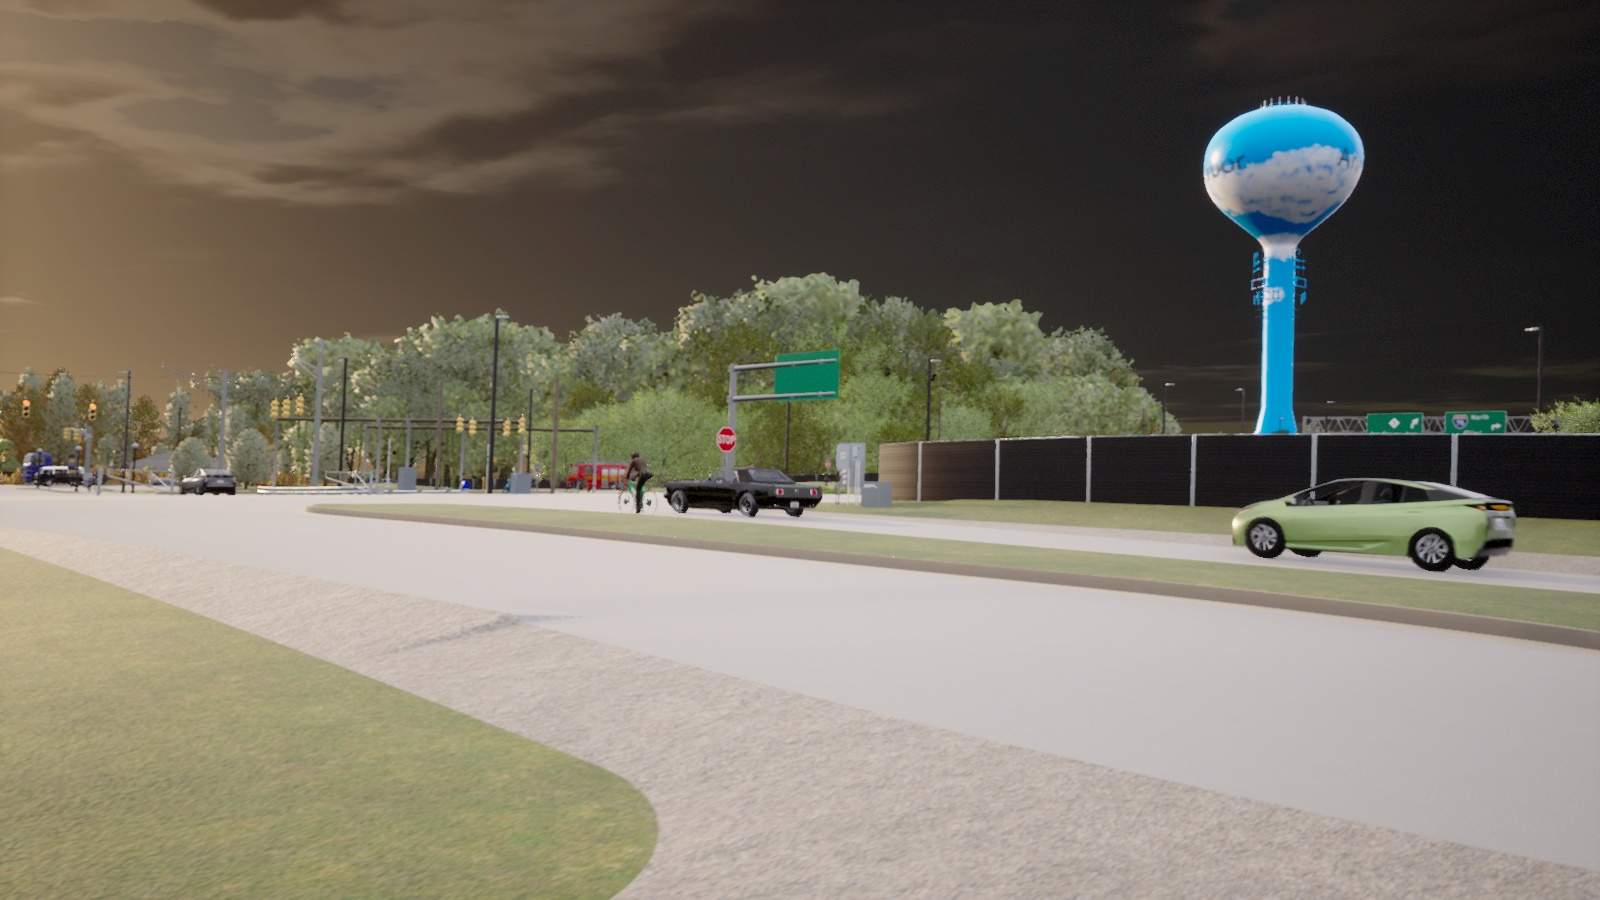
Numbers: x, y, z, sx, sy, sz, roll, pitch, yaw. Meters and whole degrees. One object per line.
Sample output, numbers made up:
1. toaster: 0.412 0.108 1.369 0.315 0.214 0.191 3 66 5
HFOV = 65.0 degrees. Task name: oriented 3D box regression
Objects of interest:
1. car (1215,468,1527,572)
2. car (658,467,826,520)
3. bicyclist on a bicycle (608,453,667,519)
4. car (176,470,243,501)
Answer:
1. car: 9.890 1.165 22.001 2.007 1.525 4.514 3 -1 -43
2. car: -1.647 1.153 34.146 1.895 1.301 4.718 3 -2 -43
3. bicyclist on a bicycle: -4.093 0.895 31.654 0.582 1.620 1.656 2 -2 -43
4. car: -30.676 1.821 65.211 2.007 1.525 4.514 2 -2 -40
